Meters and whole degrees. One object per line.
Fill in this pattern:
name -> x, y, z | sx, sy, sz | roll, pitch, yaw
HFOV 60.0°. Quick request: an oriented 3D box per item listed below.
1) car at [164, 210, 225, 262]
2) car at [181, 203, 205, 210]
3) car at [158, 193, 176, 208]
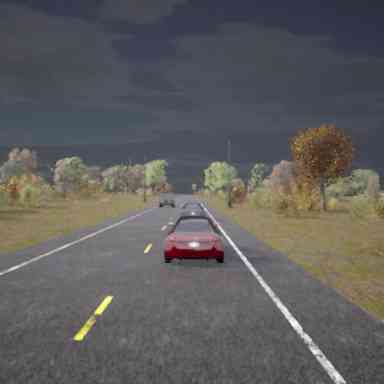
car -> 0.077, 1.565, 12.092 | 1.994, 1.385, 4.181 | 0, 0, 0
car -> 0.080, 1.567, 26.943 | 1.994, 1.385, 4.181 | 0, 0, 0
car -> -3.566, 1.239, 48.178 | 2.150, 2.045, 5.566 | 0, 0, 0
